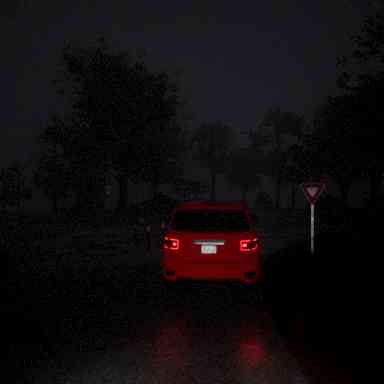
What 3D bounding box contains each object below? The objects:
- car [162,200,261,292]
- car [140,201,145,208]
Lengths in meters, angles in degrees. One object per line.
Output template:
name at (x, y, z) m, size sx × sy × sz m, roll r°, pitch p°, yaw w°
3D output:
car at (0.638, 1.221, 9.195) m, size 2.150 × 2.045 × 5.566 m, roll 0°, pitch 0°, yaw 7°
car at (-4.710, 1.477, 46.242) m, size 5.008 × 1.535 × 1.882 m, roll 0°, pitch -1°, yaw 8°
